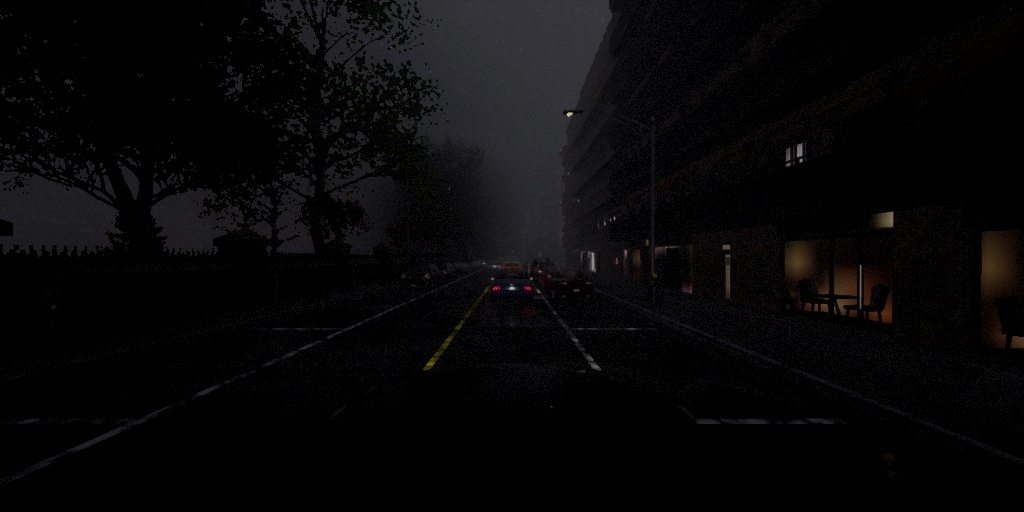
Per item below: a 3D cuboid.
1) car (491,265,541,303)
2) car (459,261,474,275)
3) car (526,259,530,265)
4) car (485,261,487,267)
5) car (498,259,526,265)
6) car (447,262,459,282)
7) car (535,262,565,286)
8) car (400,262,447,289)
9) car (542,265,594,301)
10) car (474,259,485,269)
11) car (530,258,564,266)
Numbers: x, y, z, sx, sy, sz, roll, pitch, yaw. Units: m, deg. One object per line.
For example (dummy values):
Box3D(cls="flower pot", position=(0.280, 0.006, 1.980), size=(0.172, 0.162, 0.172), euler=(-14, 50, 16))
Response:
Box3D(cls="car", position=(0.001, 1.316, 16.501), size=(2.033, 1.411, 5.357), euler=(0, 0, 0))
Box3D(cls="car", position=(-5.689, 1.315, 39.665), size=(2.007, 1.370, 4.403), euler=(0, 0, 0))
Box3D(cls="car", position=(2.691, 1.076, 34.035), size=(2.192, 1.841, 5.009), euler=(0, 0, 0))
Box3D(cls="car", position=(-5.689, 1.336, 62.185), size=(2.007, 1.370, 4.403), euler=(0, 0, 0))
Box3D(cls="car", position=(0.000, 1.245, 31.501), size=(1.882, 1.535, 5.008), euler=(0, 0, 0))
Box3D(cls="car", position=(-5.689, 1.198, 28.403), size=(1.967, 1.591, 4.097), euler=(0, 0, 0))
Box3D(cls="car", position=(2.691, 1.300, 22.775), size=(1.888, 1.381, 4.507), euler=(0, 0, 0))
Box3D(cls="car", position=(-5.689, 1.194, 22.775), size=(1.967, 1.591, 4.097), euler=(0, 0, 0))
Box3D(cls="car", position=(2.692, 1.297, 17.145), size=(1.888, 1.381, 4.507), euler=(0, 0, 0))
Box3D(cls="car", position=(-5.689, 1.304, 56.385), size=(1.751, 1.417, 4.829), euler=(0, 0, 0))
Box3D(cls="car", position=(2.692, 1.198, 28.405), size=(1.967, 1.591, 4.097), euler=(0, 0, 0))
